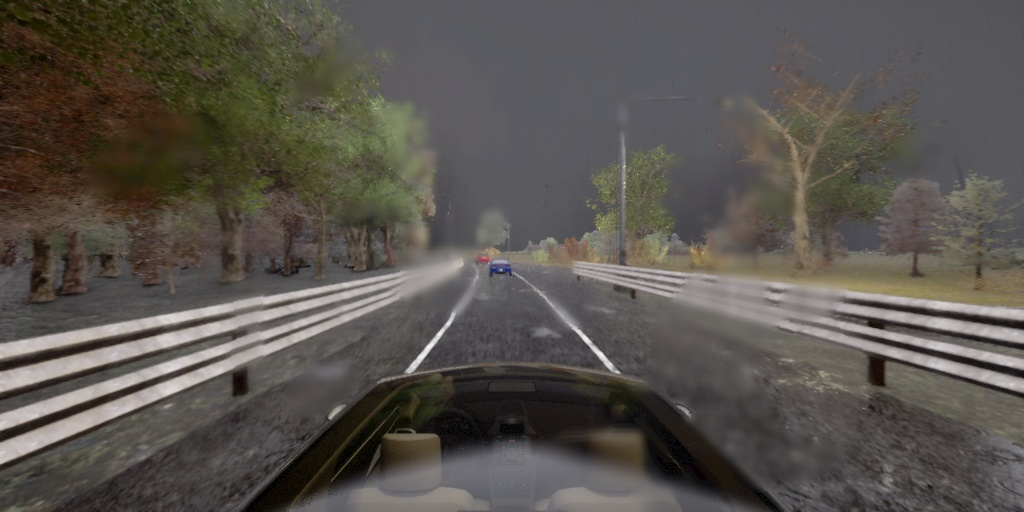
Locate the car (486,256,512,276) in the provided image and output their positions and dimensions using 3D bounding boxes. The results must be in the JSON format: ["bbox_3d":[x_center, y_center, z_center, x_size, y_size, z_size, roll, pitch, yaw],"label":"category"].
[{"bbox_3d":[-1.130,0.988,32.544,1.882,1.535,5.008,0,1,-5],"label":"car"}]
